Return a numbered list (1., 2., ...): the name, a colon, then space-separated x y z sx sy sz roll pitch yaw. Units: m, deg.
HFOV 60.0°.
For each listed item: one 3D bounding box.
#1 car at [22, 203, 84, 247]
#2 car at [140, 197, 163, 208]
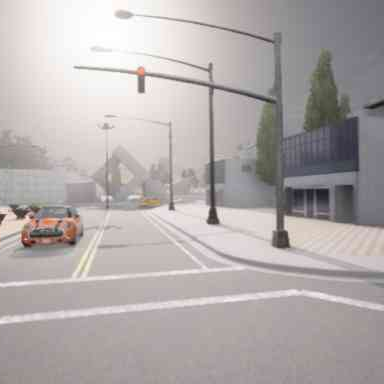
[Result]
1. car: -6.432 1.436 15.798 2.097 1.767 4.553 -1 0 -12
2. car: -6.074 1.555 50.059 1.882 1.535 5.008 -2 0 19
